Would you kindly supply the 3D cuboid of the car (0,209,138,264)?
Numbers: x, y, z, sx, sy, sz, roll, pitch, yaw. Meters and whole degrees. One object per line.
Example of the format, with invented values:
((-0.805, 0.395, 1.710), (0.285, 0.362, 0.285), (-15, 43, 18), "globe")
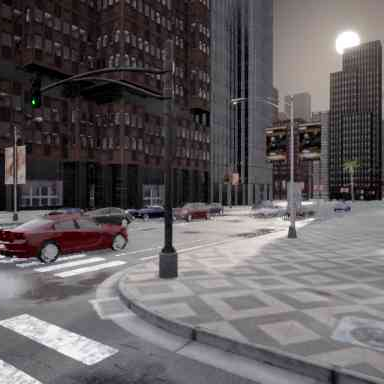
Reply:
((-4.644, 1.623, 12.703), (1.882, 1.535, 5.008), (0, -1, 35), "car")

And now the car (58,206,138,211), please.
((-6.158, 1.740, 22.173), (1.837, 1.490, 4.892), (0, -1, 35), "car")

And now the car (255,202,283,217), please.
((9.446, 2.163, 38.284), (1.895, 1.301, 4.718), (0, -1, 35), "car")

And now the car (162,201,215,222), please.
((-0.210, 1.736, 30.585), (2.097, 1.767, 4.553), (0, -1, 35), "car")

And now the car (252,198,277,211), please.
((11.086, 2.127, 52.047), (2.097, 1.767, 4.553), (0, -1, 35), "car")

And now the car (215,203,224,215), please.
((1.993, 2.008, 39.332), (1.837, 1.490, 4.892), (0, -1, 35), "car")

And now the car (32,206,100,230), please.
((-8.928, 1.792, 23.882), (1.994, 1.385, 4.181), (0, -1, 35), "car")

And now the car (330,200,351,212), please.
((24.282, 2.429, 53.641), (2.033, 1.411, 5.357), (0, -1, 34), "car")

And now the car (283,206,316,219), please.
((11.976, 2.164, 36.234), (1.895, 1.301, 4.718), (0, -1, 35), "car")

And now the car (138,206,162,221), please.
((-3.879, 1.956, 31.037), (1.895, 1.301, 4.718), (0, -1, 35), "car")
